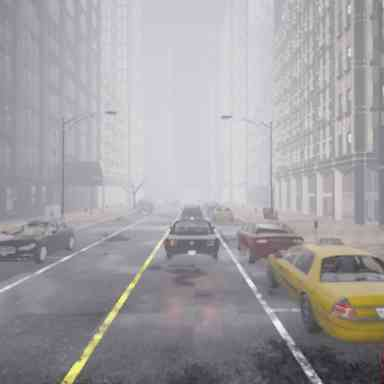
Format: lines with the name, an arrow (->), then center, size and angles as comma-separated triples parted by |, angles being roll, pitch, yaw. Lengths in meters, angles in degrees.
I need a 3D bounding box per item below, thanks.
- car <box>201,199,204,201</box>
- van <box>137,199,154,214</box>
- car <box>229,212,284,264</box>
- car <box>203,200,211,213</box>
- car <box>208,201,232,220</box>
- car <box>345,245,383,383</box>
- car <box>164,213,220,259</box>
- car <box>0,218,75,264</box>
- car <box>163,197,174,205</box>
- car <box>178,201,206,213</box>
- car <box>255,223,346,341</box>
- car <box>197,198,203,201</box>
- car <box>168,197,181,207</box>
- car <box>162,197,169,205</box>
car -> 2.693, 2.092, 52.150 | 1.947, 1.339, 4.313 | 0, -1, 0
van -> -5.690, 1.758, 40.762 | 1.690, 1.788, 3.998 | 0, -1, 0
car -> 2.687, 1.676, 12.264 | 1.887, 1.381, 4.507 | 0, -1, 0
car -> 2.691, 1.983, 40.755 | 1.947, 1.339, 4.313 | 0, -1, 0
car -> 2.690, 1.832, 29.529 | 1.752, 1.417, 4.829 | 0, -1, 0
car -> 2.684, 1.326, 0.871 | 2.192, 1.841, 5.009 | 0, -1, 0
car -> 0.015, 1.742, 13.211 | 1.895, 1.301, 4.718 | 0, -1, 0
car -> -5.693, 1.682, 12.267 | 2.008, 1.369, 4.403 | 0, -1, 0
car -> -5.684, 2.101, 80.648 | 2.192, 1.841, 5.009 | 0, 0, 0
car -> 0.021, 1.803, 28.462 | 1.837, 1.490, 4.892 | 0, 0, 0
car -> 2.686, 1.598, 6.736 | 1.752, 1.417, 4.829 | 0, -1, 0
car -> 2.361, 2.343, 92.461 | 1.801, 1.575, 5.366 | 0, 0, 0
car -> -3.018, 2.121, 64.708 | 1.882, 1.535, 5.008 | 0, -1, 1
car -> -5.684, 2.281, 74.947 | 1.887, 1.381, 4.507 | 0, -1, 0
